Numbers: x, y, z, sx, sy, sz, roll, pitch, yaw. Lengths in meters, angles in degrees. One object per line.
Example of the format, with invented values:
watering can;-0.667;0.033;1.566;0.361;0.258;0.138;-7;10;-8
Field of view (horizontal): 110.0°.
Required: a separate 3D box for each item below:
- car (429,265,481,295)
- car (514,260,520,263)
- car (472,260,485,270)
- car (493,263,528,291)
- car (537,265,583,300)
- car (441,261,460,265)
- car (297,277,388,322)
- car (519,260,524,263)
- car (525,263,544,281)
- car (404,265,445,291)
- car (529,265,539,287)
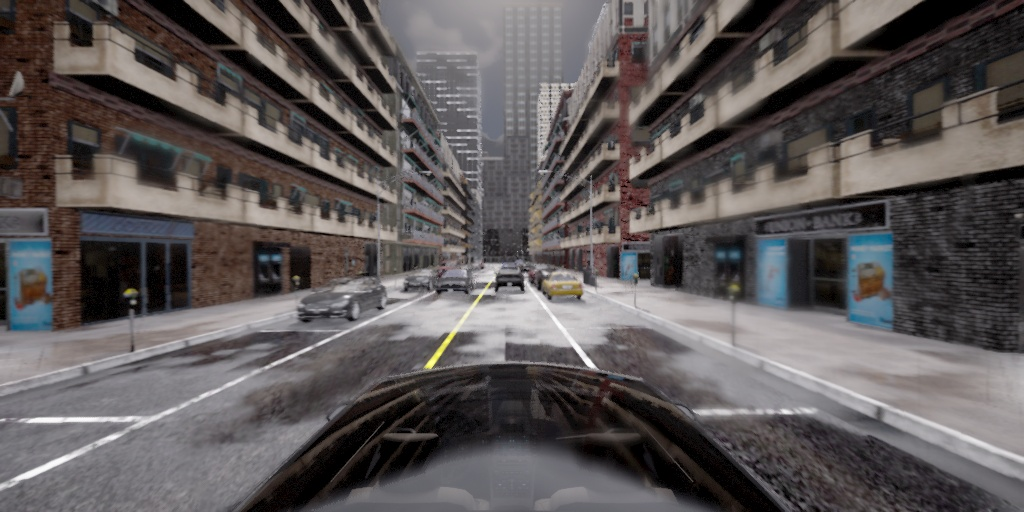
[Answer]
car;-3.289;1.488;21.804;2.033;1.411;5.357;0;-1;0
car;-0.374;1.567;41.843;1.882;1.535;5.008;0;0;-1
car;-6.409;1.861;63.210;2.007;1.370;4.403;0;0;-1
car;-0.163;1.442;23.787;1.837;1.490;4.892;0;0;-1
car;2.507;1.399;18.641;1.751;1.417;4.829;0;0;-1
car;-6.073;1.386;35.203;2.192;1.841;5.009;0;0;-1
car;-5.804;1.432;12.797;2.007;1.370;4.403;0;0;-1
car;2.106;1.725;52.079;1.948;1.339;4.313;0;0;-1
car;2.374;1.408;29.674;1.967;1.591;4.097;0;0;-1
car;-5.938;1.527;24.000;2.007;1.370;4.403;0;0;-1
car;2.442;1.486;24.072;1.948;1.339;4.313;0;0;-1
